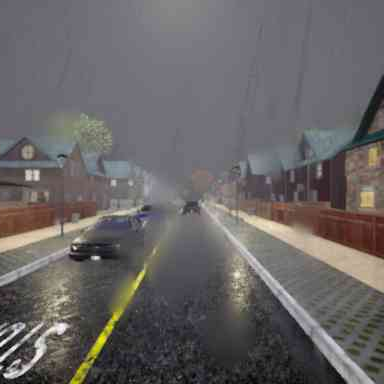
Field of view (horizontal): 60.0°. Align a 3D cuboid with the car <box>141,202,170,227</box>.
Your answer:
[{"bbox_3d":[-2.842,1.610,23.562,1.812,1.442,4.674,0,0,0],"label":"car"}]

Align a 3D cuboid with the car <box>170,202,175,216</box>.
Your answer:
[{"bbox_3d":[-2.812,1.715,34.986,1.994,1.385,4.181,0,0,0],"label":"car"}]

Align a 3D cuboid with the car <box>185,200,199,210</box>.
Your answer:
[{"bbox_3d":[0.006,1.842,47.303,1.895,1.301,4.718,0,0,0],"label":"car"}]

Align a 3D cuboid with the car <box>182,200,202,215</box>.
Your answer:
[{"bbox_3d":[-0.004,1.661,35.584,1.837,1.490,4.892,0,0,0],"label":"car"}]

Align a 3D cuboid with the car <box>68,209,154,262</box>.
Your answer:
[{"bbox_3d":[-2.848,1.581,12.512,2.033,1.411,5.357,0,0,0],"label":"car"}]
